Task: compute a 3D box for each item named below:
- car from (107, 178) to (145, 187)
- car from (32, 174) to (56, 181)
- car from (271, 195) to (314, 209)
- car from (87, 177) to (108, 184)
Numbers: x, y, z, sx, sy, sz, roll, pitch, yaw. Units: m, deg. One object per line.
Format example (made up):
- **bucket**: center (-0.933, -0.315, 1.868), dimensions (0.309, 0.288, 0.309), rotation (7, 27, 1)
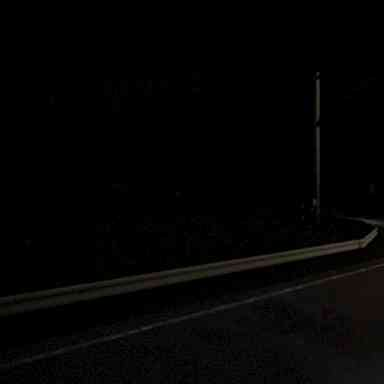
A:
- **car**: center (-7.880, -0.648, 42.179), dimensions (4.674, 1.442, 1.812), rotation (5, 1, 8)
- **car**: center (-22.479, -1.979, 50.482), dimensions (4.181, 1.385, 1.994), rotation (6, 3, 33)
- **car**: center (9.036, 1.070, 29.754), dimensions (2.128, 1.511, 4.902), rotation (0, 3, -23)
- **car**: center (-13.141, -1.305, 46.567), dimensions (4.553, 1.767, 2.097), rotation (5, 1, 14)
